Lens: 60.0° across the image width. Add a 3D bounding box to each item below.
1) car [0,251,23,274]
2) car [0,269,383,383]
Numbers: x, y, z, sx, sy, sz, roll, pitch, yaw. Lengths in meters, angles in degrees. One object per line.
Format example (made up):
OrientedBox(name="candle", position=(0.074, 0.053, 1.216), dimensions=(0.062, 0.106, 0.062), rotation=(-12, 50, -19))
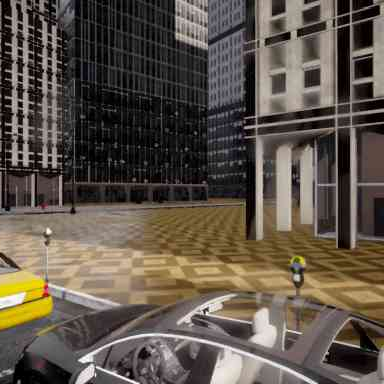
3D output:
OrientedBox(name="car", position=(-4.498, 1.525, 6.087), dimensions=(4.829, 1.417, 1.752), rotation=(0, 0, 36))
OrientedBox(name="car", position=(0.256, 1.551, 2.694), dimensions=(4.403, 1.369, 2.008), rotation=(0, 0, 36))
